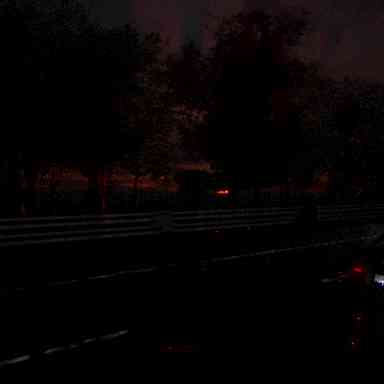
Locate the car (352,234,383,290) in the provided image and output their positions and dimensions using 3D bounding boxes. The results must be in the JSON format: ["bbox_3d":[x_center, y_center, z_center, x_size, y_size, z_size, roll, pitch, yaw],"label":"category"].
[{"bbox_3d":[5.568,1.514,7.713,4.674,1.442,1.812,0,0,-35],"label":"car"}]
